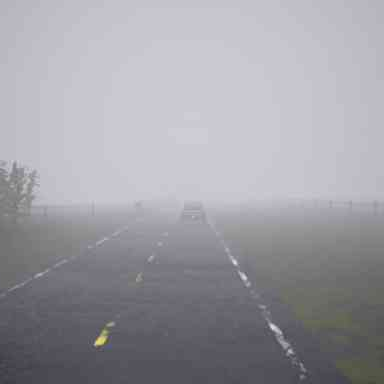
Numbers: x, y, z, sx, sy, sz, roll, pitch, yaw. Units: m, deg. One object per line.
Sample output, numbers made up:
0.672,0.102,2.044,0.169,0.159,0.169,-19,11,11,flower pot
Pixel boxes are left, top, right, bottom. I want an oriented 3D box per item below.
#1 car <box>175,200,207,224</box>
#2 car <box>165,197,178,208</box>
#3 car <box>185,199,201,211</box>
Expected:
0.094,1.497,25.146,2.128,1.511,4.902,0,0,0,car
-2.779,1.519,48.125,1.837,1.490,4.892,0,-1,0,car
0.091,1.611,42.575,1.895,1.301,4.718,0,0,0,car
